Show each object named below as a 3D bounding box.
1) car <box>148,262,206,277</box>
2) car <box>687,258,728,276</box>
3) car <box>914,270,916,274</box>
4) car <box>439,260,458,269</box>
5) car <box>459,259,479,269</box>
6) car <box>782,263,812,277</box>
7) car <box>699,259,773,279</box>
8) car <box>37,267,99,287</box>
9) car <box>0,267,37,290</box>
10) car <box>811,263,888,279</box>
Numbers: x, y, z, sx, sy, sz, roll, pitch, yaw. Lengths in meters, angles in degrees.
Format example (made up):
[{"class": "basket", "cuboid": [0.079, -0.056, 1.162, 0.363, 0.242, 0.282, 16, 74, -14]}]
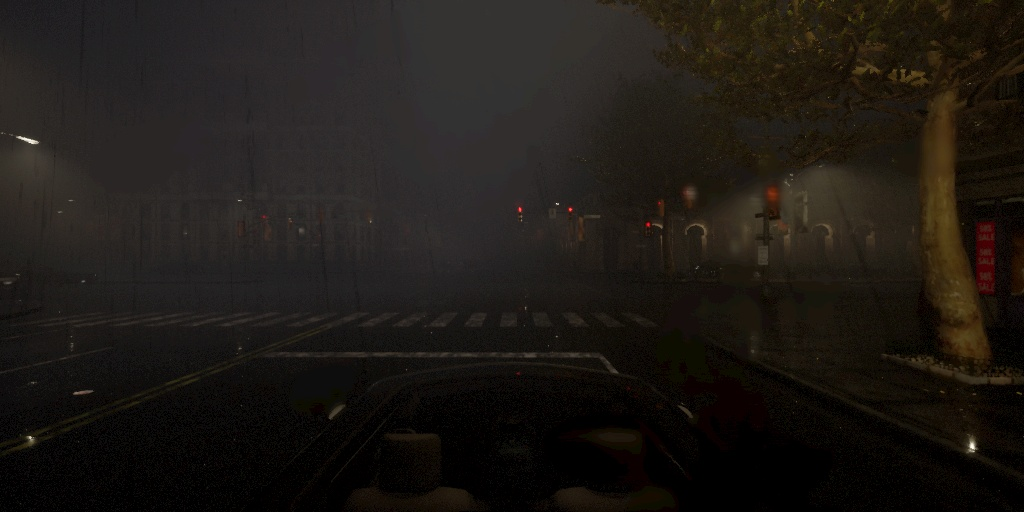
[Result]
[{"class": "car", "cuboid": [-32.836, 1.274, 35.206, 4.674, 1.442, 1.812, 0, 0, 0]}, {"class": "car", "cuboid": [19.458, 1.100, 34.754, 4.553, 1.767, 2.097, 0, 0, 0]}, {"class": "car", "cuboid": [41.852, 1.226, 34.533, 5.008, 1.535, 1.882, 0, 0, 1]}, {"class": "car", "cuboid": [-10.383, 1.311, 57.291, 1.994, 1.385, 4.181, 0, 0, 1]}, {"class": "car", "cuboid": [-6.877, 1.225, 57.755, 1.882, 1.535, 5.008, 0, 0, 1]}, {"class": "car", "cuboid": [29.398, 1.349, 34.662, 4.718, 1.301, 1.895, 0, 0, 1]}, {"class": "car", "cuboid": [19.437, 1.253, 31.252, 4.892, 1.490, 1.837, 0, 0, 1]}, {"class": "car", "cuboid": [-30.276, 1.350, 23.508, 4.718, 1.301, 1.895, 0, 0, 1]}, {"class": "car", "cuboid": [-30.498, 1.241, 20.012, 4.902, 1.511, 2.128, 0, 0, 1]}, {"class": "car", "cuboid": [29.384, 1.349, 31.162, 4.718, 1.301, 1.895, 0, 0, 1]}]
